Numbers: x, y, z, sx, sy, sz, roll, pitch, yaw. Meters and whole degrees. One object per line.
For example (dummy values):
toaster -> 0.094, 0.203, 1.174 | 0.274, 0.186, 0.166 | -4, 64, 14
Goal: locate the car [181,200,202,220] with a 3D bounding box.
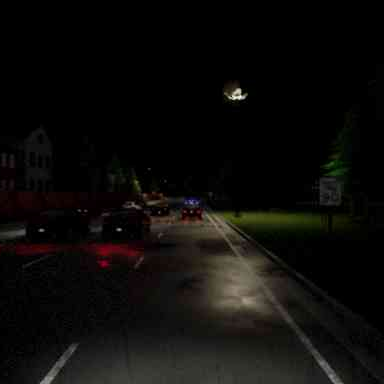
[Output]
car -> -0.024, 1.799, 31.437 | 2.033, 1.411, 5.357 | 0, 0, 0

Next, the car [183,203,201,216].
car -> -0.028, 1.898, 37.167 | 1.895, 1.301, 4.718 | 0, 0, 0

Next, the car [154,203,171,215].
car -> -3.428, 1.901, 37.441 | 1.895, 1.301, 4.718 | 0, 0, 0

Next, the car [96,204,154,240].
car -> -3.413, 1.623, 18.010 | 1.882, 1.535, 5.008 | 0, 0, 0

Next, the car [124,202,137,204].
car -> -6.928, 1.826, 37.417 | 1.812, 1.442, 4.674 | 0, 0, 0

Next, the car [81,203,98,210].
car -> -10.425, 1.815, 33.229 | 2.033, 1.411, 5.357 | 0, 0, 0

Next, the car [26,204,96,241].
car -> -6.913, 1.621, 17.751 | 1.882, 1.535, 5.008 | 0, 0, 0

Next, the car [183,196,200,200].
car -> -0.035, 1.593, 46.470 | 2.150, 2.045, 5.566 | 0, 0, 0
